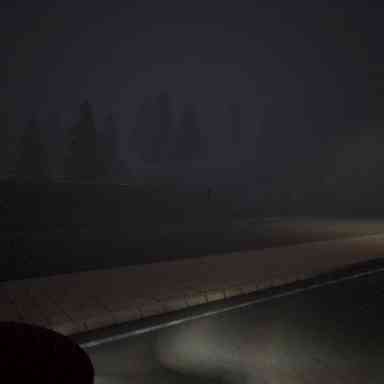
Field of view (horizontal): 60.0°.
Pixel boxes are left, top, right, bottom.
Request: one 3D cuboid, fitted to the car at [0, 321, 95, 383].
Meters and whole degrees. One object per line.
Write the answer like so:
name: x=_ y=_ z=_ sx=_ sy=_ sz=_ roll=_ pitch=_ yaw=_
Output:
car: x=-2.996 y=1.460 z=1.608 sx=5.008 sy=1.535 sz=1.882 roll=1 pitch=0 yaw=-36
